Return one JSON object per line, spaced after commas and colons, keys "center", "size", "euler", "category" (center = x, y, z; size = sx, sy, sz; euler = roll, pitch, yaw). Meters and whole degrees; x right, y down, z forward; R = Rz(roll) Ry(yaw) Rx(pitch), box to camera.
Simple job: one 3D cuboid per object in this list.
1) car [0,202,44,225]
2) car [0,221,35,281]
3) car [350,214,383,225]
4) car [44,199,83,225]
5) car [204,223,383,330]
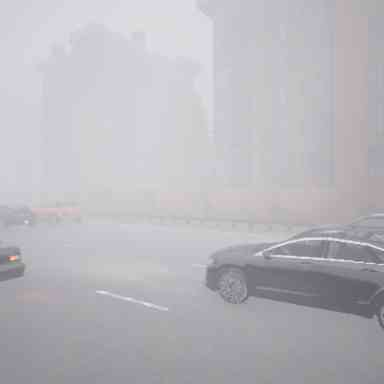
{"center": [-11.672, 1.503, 20.910], "size": [4.892, 1.490, 1.837], "euler": [0, 0, 35], "category": "car"}
{"center": [-6.415, 1.548, 8.555], "size": [5.357, 1.411, 2.033], "euler": [0, 0, 36], "category": "car"}
{"center": [6.681, 1.526, 12.125], "size": [4.674, 1.442, 1.812], "euler": [0, 0, 35], "category": "car"}
{"center": [-9.978, 1.353, 24.000], "size": [4.553, 1.767, 2.097], "euler": [0, 0, 35], "category": "car"}
{"center": [2.527, 1.490, 6.488], "size": [4.902, 1.511, 2.128], "euler": [0, 0, 35], "category": "car"}
